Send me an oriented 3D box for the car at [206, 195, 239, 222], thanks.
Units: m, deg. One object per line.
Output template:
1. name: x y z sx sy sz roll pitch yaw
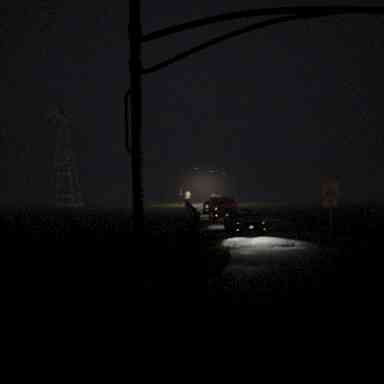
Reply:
1. car: 2.749 1.414 28.870 2.150 2.045 5.566 -1 0 -2

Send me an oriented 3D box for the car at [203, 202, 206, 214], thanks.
1. car: 2.449 1.622 38.774 2.097 1.767 4.553 -1 0 -1

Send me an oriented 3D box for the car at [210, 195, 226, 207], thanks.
1. car: 4.605 1.586 58.943 2.150 2.045 5.566 -1 0 -2

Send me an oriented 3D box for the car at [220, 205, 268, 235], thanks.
1. car: 3.066 1.681 19.515 1.994 1.385 4.181 -1 0 -2

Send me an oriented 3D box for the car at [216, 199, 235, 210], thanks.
1. car: 4.933 1.787 49.858 2.128 1.511 4.902 -1 0 -2
